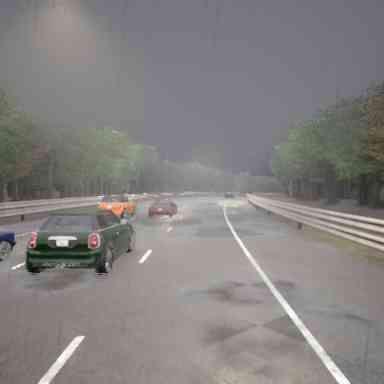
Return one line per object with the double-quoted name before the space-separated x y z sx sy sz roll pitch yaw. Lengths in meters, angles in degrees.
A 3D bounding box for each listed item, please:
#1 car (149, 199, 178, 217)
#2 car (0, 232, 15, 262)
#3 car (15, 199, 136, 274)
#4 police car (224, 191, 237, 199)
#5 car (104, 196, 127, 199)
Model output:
"car" -2.323 1.293 27.761 1.994 1.385 4.181 0 1 4
"car" -6.750 1.540 8.851 1.895 1.301 4.718 0 0 1
"car" -3.193 1.280 10.469 2.097 1.767 4.553 0 0 2
"police car" 8.189 0.641 73.145 1.930 1.638 5.238 0 1 11
"car" -5.914 1.097 26.509 2.097 1.767 4.553 0 1 4
